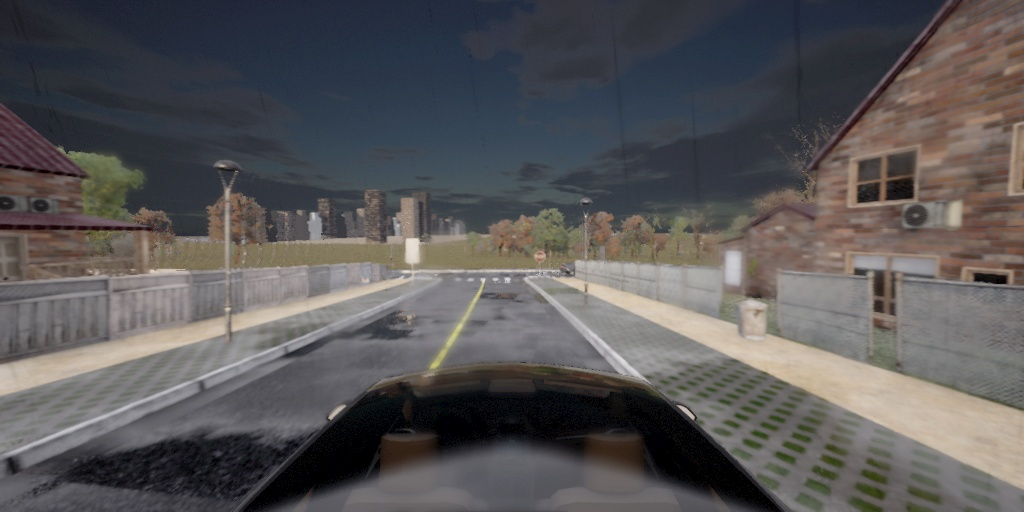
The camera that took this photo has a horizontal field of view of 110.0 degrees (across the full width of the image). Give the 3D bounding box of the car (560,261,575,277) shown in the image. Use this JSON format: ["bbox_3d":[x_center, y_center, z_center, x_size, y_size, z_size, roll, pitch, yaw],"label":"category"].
[{"bbox_3d":[7.238,1.282,35.872,4.902,1.511,2.128,0,4,-5],"label":"car"}]
